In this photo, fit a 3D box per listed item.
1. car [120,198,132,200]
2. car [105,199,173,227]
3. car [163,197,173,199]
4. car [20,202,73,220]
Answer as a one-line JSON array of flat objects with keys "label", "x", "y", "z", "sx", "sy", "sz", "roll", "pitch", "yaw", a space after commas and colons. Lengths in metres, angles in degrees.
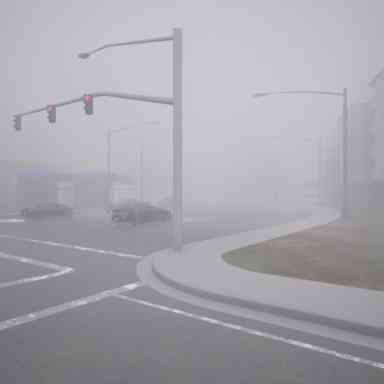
[{"label": "car", "x": -7.251, "y": 1.478, "z": 36.087, "sx": 1.882, "sy": 1.535, "sz": 5.008, "roll": 0, "pitch": 0, "yaw": 30}, {"label": "car", "x": -3.299, "y": 1.491, "z": 22.847, "sx": 2.128, "sy": 1.511, "sz": 4.902, "roll": 0, "pitch": 0, "yaw": 36}, {"label": "car", "x": -3.205, "y": 1.505, "z": 45.340, "sx": 1.837, "sy": 1.490, "sz": 4.892, "roll": 0, "pitch": 0, "yaw": 15}, {"label": "car", "x": -12.428, "y": 1.564, "z": 28.604, "sx": 1.994, "sy": 1.385, "sz": 4.181, "roll": 0, "pitch": 0, "yaw": 36}]
